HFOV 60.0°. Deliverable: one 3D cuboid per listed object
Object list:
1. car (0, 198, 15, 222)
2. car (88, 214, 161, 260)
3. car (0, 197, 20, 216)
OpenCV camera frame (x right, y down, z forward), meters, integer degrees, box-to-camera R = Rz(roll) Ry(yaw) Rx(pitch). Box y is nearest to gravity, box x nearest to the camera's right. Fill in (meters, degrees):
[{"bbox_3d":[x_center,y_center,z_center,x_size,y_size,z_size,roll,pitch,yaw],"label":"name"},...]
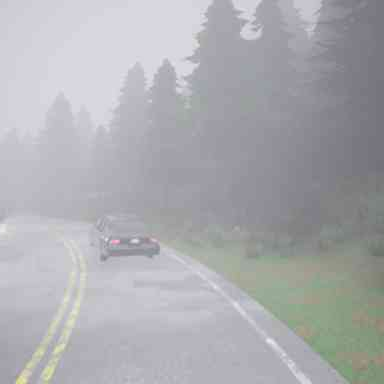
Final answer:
[{"bbox_3d":[-14.337,1.157,22.657,4.902,1.511,2.128,2,-2,39],"label":"car"},{"bbox_3d":[-2.714,1.546,12.484,2.033,1.411,5.357,1,0,-23],"label":"car"},{"bbox_3d":[-17.489,1.165,28.905,4.902,1.511,2.128,2,-3,30],"label":"car"}]
